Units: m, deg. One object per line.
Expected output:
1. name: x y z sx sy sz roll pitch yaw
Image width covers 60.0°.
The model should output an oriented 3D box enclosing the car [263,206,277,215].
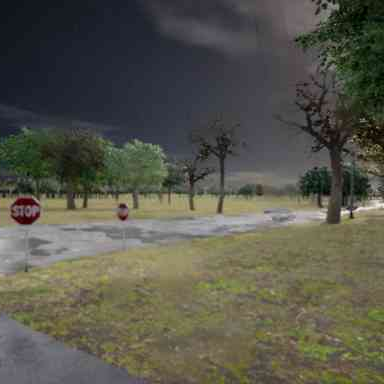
1. car: 14.221 3.210 58.338 1.882 1.535 5.008 1 -1 36

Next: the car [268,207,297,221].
1. car: 12.114 3.063 43.457 1.895 1.301 4.718 1 -1 36
